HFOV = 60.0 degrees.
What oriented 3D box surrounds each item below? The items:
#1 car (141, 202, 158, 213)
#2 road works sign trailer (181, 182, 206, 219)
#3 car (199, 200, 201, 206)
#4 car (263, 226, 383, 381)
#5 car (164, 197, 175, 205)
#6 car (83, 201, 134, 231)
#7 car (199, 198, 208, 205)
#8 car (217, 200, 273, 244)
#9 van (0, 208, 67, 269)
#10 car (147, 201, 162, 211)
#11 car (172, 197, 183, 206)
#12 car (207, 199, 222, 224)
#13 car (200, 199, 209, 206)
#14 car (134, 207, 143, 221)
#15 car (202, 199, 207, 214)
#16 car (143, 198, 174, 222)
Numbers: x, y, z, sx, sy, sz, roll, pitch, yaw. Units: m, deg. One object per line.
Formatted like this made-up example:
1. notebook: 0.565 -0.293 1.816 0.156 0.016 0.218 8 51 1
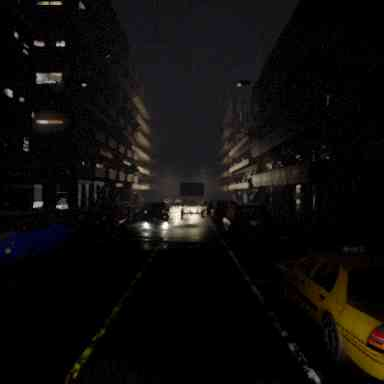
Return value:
1. car: -5.664 2.057 44.857 1.802 1.307 4.206 -1 -1 0
2. road works sign trailer: 0.030 0.823 33.879 2.380 3.560 2.880 0 -1 1
3. car: 2.733 2.240 67.399 1.752 1.417 4.829 -1 -1 0
4. car: 2.684 1.588 5.780 1.752 1.417 4.829 -1 -1 0
5. car: -5.636 2.208 84.072 2.192 1.841 5.009 -1 -1 0
6. car: -5.675 1.553 22.453 2.192 1.841 5.009 -1 -1 0
7. car: 2.741 2.272 78.434 1.967 1.590 4.097 -1 -1 0
8. car: 2.690 1.494 16.816 2.192 1.841 5.009 -1 -1 0
9. van: -5.661 1.461 11.249 1.690 1.788 3.998 -1 -1 0
10. car: -5.660 2.117 50.459 1.802 1.307 4.206 -1 -1 0
11. car: -2.943 2.280 70.647 2.033 1.411 5.357 0 -1 0
12. car: 2.699 1.612 28.020 2.192 1.841 5.009 -1 -1 0
13. car: 2.738 2.338 72.831 1.947 1.339 4.313 -1 -1 0
14. car: -5.685 1.848 28.053 2.008 1.369 4.403 -1 -1 0
15. car: 2.708 1.730 39.223 2.192 1.841 5.009 -1 -1 0
16. car: -3.074 1.668 29.819 2.097 1.767 4.553 0 -1 0
